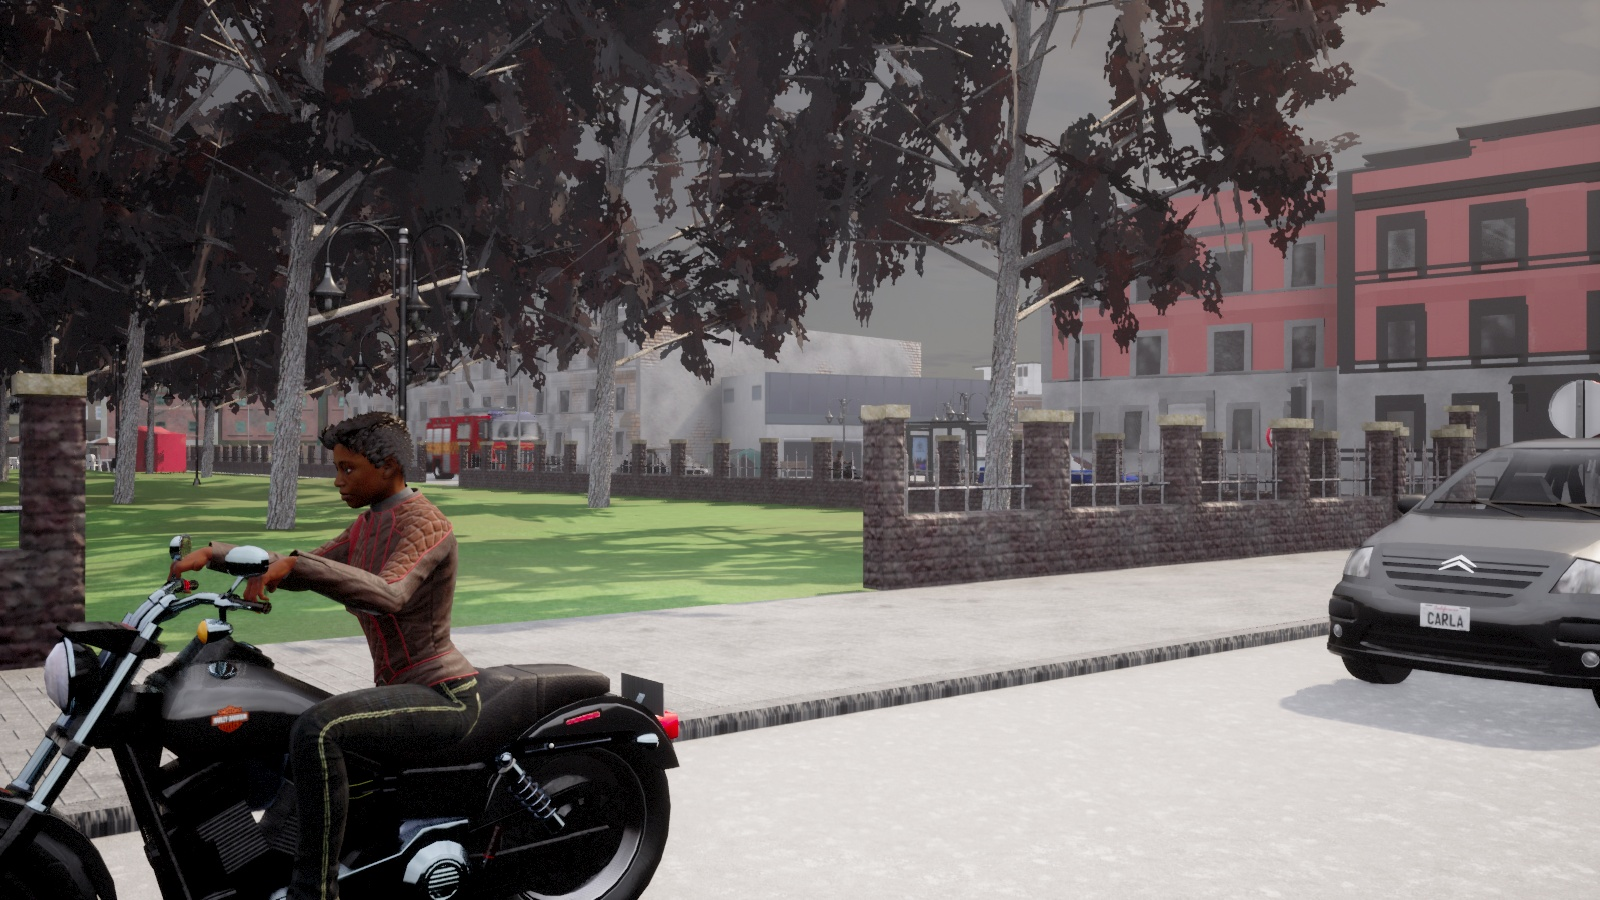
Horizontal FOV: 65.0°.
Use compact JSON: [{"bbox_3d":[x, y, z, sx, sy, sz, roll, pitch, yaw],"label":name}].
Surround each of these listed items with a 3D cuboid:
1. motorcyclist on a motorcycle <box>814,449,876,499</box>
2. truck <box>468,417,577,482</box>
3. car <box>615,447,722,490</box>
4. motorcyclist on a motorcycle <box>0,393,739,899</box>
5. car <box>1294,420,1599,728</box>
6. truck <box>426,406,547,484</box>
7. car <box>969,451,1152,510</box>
[{"bbox_3d":[1.500,0.796,42.483,0.766,1.649,2.350,0,0,-38],"label":"motorcyclist on a motorcycle"},{"bbox_3d":[-15.808,-0.030,71.103,2.891,3.462,7.936,0,0,-38],"label":"truck"},{"bbox_3d":[-5.436,0.726,51.353,2.242,1.667,4.611,0,0,-38],"label":"car"},{"bbox_3d":[-1.337,0.706,3.323,2.350,1.649,0.766,0,0,-40],"label":"motorcyclist on a motorcycle"},{"bbox_3d":[5.248,0.653,8.460,3.988,1.617,1.851,0,0,-39],"label":"car"},{"bbox_3d":[-16.474,-0.225,65.467,2.891,3.827,8.468,0,0,-38],"label":"truck"},{"bbox_3d":[7.198,0.793,35.220,1.882,1.535,5.008,0,0,-37],"label":"car"}]
